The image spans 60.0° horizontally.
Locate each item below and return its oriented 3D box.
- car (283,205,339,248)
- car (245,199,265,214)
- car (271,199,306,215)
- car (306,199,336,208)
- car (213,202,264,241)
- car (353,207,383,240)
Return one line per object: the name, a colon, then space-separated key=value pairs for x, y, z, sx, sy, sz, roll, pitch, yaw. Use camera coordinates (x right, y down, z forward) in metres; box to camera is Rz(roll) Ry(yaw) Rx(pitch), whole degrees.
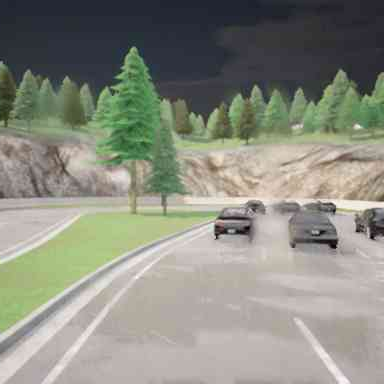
car: x=5.271 y=1.557 z=14.883 sx=2.033 sy=1.411 sz=5.357 roll=0 pitch=0 yaw=15
car: x=6.119 y=1.521 z=33.690 sx=1.837 sy=1.490 sz=4.892 roll=1 pitch=0 yaw=1
car: x=9.609 y=1.511 z=34.504 sx=2.128 sy=1.511 sz=4.902 roll=0 pitch=0 yaw=-3
car: x=13.086 y=1.514 z=34.443 sx=2.128 sy=1.511 sz=4.902 roll=0 pitch=0 yaw=-3
car: x=2.323 y=1.499 z=16.873 sx=2.128 sy=1.511 sz=4.902 roll=0 pitch=0 yaw=14
car: x=9.482 y=1.518 z=16.689 sx=1.837 sy=1.490 sz=4.892 roll=0 pitch=0 yaw=15
